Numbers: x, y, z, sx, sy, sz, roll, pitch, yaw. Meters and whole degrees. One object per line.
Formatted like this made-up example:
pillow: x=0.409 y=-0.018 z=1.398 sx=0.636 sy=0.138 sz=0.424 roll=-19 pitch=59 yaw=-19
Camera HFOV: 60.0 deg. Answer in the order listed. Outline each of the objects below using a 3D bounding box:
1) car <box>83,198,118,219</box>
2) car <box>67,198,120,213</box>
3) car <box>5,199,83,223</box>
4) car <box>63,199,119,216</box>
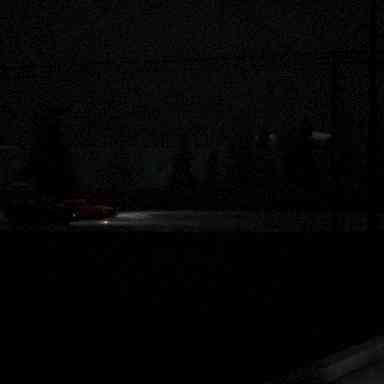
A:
car: x=-9.082 y=1.397 z=27.460 sx=5.008 sy=1.535 sz=1.882 roll=0 pitch=0 yaw=4
car: x=-10.162 y=1.391 z=34.554 sx=4.902 sy=1.511 sz=2.128 roll=0 pitch=0 yaw=4
car: x=-10.906 y=1.420 z=24.080 sx=4.902 sy=1.511 sz=2.128 roll=0 pitch=0 yaw=4
car: x=-9.345 y=1.436 z=31.001 sx=4.674 sy=1.442 sz=1.812 roll=0 pitch=0 yaw=4
